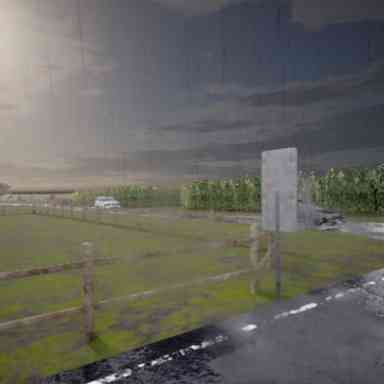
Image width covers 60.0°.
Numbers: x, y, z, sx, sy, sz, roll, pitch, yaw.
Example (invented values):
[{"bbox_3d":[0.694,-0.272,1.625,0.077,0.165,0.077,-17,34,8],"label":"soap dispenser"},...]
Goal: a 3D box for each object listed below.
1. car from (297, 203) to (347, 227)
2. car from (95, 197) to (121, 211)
[{"bbox_3d":[7.005,1.420,21.447,2.033,1.411,5.357,-1,-1,-35],"label":"car"},{"bbox_3d":[-12.459,1.753,48.948,2.150,2.045,5.566,-1,-1,-35],"label":"car"}]
